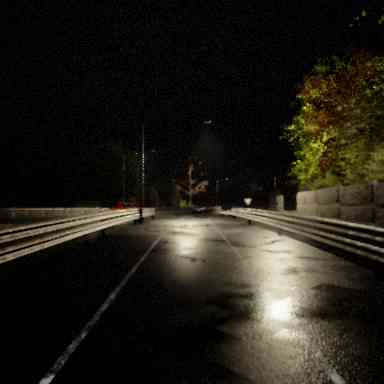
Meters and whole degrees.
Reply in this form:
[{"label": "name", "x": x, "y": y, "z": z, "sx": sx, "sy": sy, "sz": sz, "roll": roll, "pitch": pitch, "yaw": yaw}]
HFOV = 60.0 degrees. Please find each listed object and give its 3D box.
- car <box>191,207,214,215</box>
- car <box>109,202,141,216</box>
[{"label": "car", "x": 1.935, "y": 3.341, "z": 58.157, "sx": 1.895, "sy": 1.301, "sz": 4.718, "roll": -1, "pitch": -3, "yaw": 34}, {"label": "car", "x": -8.529, "y": 2.435, "z": 44.986, "sx": 2.150, "sy": 2.045, "sz": 5.566, "roll": -2, "pitch": -3, "yaw": 42}]
